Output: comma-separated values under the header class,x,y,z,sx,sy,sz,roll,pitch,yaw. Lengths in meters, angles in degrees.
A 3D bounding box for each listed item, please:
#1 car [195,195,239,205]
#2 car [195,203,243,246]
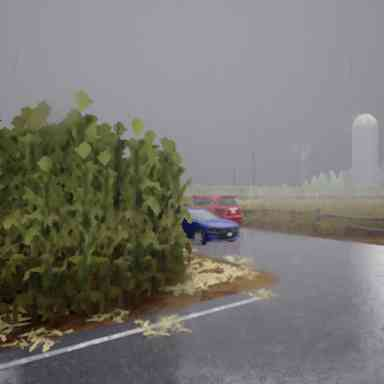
class,x,y,z,sx,sy,sz,roll,pitch,yaw
car,0.695,1.205,20.829,2.150,2.045,5.566,0,0,-38
car,0.102,1.466,15.578,1.882,1.535,5.008,0,0,-35
